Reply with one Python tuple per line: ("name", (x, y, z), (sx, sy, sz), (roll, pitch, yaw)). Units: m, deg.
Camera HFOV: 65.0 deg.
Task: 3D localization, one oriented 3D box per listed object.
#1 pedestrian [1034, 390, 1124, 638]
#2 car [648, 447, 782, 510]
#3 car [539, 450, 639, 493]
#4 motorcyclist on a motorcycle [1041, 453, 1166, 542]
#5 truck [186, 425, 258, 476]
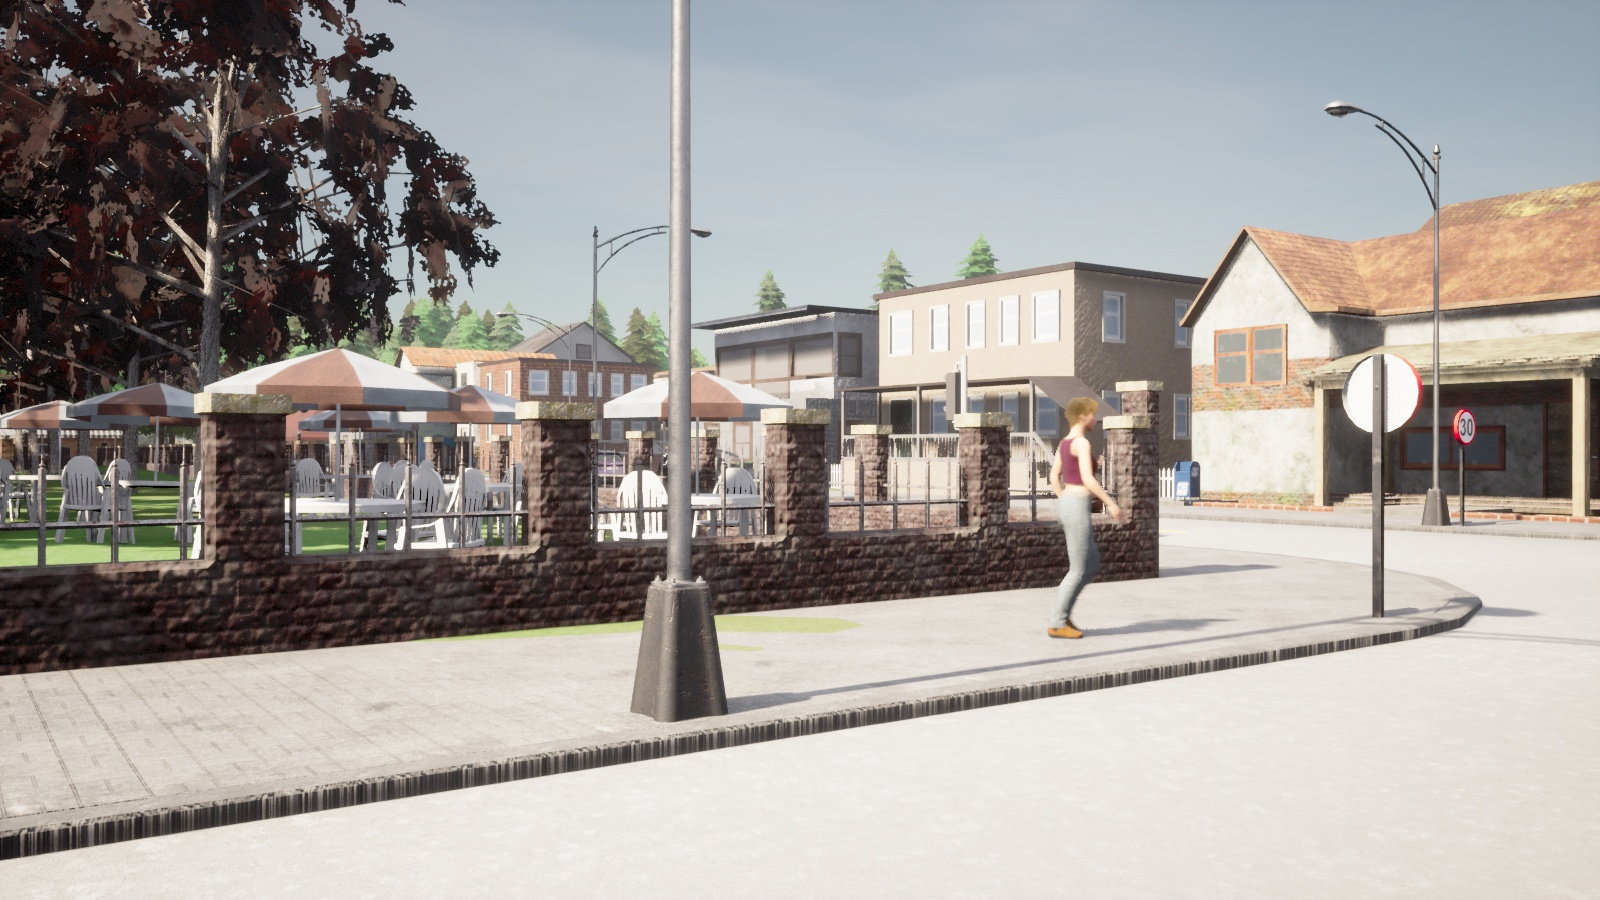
("pedestrian", (2.099, 0.473, 9.480), (0.594, 1.836, 0.345), (0, 0, -2))
("car", (-2.367, 0.732, 34.131), (1.851, 1.617, 3.988), (0, 0, -35))
("car", (-8.432, 0.814, 49.772), (2.033, 1.649, 4.856), (0, 0, -35))
("motorcyclist on a motorcycle", (5.495, 0.824, 22.897), (0.866, 1.530, 2.191), (0, 0, -35))
("truck", (-41.321, 0.070, 89.628), (2.891, 3.462, 7.936), (0, 0, -38))
